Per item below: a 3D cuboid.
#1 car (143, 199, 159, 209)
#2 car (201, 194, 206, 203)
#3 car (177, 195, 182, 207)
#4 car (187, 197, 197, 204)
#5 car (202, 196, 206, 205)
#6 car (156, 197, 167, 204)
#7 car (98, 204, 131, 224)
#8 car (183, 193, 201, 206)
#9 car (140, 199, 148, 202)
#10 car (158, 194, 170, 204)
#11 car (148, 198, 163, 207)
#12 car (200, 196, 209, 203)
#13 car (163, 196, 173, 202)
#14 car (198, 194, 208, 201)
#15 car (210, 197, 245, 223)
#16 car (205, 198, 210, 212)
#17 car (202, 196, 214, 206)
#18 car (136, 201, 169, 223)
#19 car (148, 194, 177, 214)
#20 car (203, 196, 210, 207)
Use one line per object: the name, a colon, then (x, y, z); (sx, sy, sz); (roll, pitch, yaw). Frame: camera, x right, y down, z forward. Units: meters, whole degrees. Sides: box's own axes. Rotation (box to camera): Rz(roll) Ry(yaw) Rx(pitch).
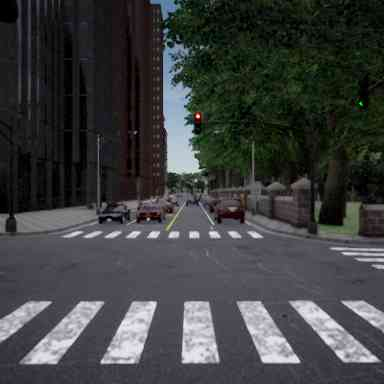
car: (-5.739, 1.628, 47.049); (1.802, 1.307, 4.206); (0, 0, 0)
car: (2.789, 1.494, 52.508); (1.967, 1.590, 4.097); (0, 0, 0)
car: (-3.044, 1.560, 51.848); (1.837, 1.490, 4.892); (0, -1, 0)
car: (0.034, 1.636, 65.762); (1.994, 1.385, 4.181); (0, 0, 0)
car: (2.787, 1.597, 47.051); (2.008, 1.369, 4.403); (0, 0, 0)
car: (-5.730, 1.651, 63.420); (1.802, 1.307, 4.206); (0, 0, 0)
car: (-5.750, 1.583, 25.221); (1.947, 1.339, 4.313); (0, 0, 0)
car: (0.083, 1.410, 55.499); (2.097, 1.767, 4.553); (0, 0, 0)
car: (-5.741, 1.590, 41.591); (2.008, 1.369, 4.403); (0, 0, 0)
car: (-5.727, 1.392, 68.877); (2.192, 1.841, 5.009); (0, 0, 0)
car: (-5.736, 1.636, 52.506); (1.802, 1.307, 4.206); (0, 0, 0)
car: (2.800, 1.611, 74.504); (1.752, 1.417, 4.829); (0, 0, 0)
car: (-5.722, 1.640, 79.791); (1.887, 1.381, 4.507); (0, 0, 0)
car: (2.806, 1.421, 85.247); (2.192, 1.841, 5.009); (0, 0, 0)
car: (2.775, 1.332, 25.226); (2.192, 1.841, 5.009); (0, 0, 0)
car: (2.781, 1.597, 36.138); (1.947, 1.339, 4.313); (0, 0, 0)
car: (2.792, 1.502, 57.965); (1.967, 1.590, 4.097); (0, 0, 0)
car: (-3.086, 1.619, 25.666); (1.895, 1.301, 4.718); (0, 0, 0)
car: (-3.080, 1.384, 35.660); (2.097, 1.767, 4.553); (0, 0, 1)
car: (2.784, 1.590, 41.595); (2.008, 1.369, 4.403); (0, 0, 0)
